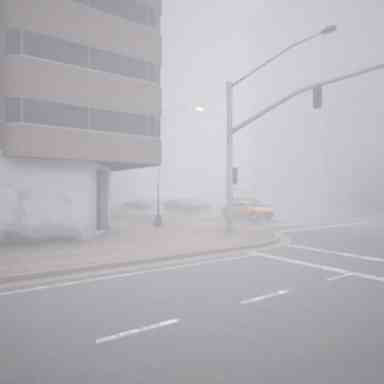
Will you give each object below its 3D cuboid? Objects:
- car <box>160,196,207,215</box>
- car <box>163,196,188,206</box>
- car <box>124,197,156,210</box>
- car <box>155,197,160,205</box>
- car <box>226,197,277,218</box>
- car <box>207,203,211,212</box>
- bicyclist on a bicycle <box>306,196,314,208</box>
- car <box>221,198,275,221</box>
[{"bbox_3d":[-1.023,1.474,34.667,1.882,1.535,5.008,0,0,-36],"label":"car"},{"bbox_3d":[-2.900,1.486,55.899,2.128,1.511,4.902,0,0,-31],"label":"car"},{"bbox_3d":[-6.930,1.598,42.825,1.895,1.301,4.718,0,0,-36],"label":"car"},{"bbox_3d":[-6.293,1.542,53.794,2.033,1.411,5.357,0,0,-39],"label":"car"},{"bbox_3d":[5.573,1.348,31.537,2.097,1.767,4.553,0,0,-36],"label":"car"},{"bbox_3d":[0.159,1.473,38.986,1.882,1.535,5.008,0,0,-36],"label":"car"},{"bbox_3d":[15.227,1.294,42.878,1.656,1.620,0.582,0,0,-36],"label":"bicyclist on a bicycle"},{"bbox_3d":[4.468,1.474,27.108,1.882,1.535,5.008,0,0,-36],"label":"car"}]
